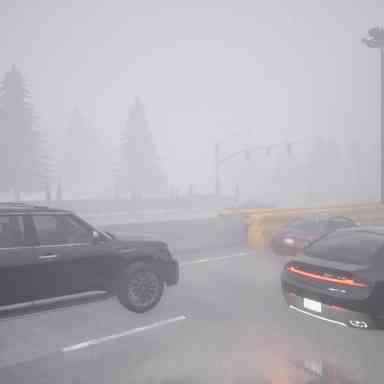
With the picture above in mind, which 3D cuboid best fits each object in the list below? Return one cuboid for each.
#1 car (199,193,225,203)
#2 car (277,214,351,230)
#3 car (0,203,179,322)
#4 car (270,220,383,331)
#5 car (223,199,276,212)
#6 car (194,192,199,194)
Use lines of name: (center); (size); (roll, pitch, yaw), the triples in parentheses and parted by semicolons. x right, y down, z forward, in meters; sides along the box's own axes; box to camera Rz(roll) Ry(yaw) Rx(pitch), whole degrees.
car: (3.885, 1.082, 51.282); (2.033, 1.411, 5.357); (-1, 1, -35)
car: (4.610, 1.441, 11.324); (4.181, 1.385, 1.994); (-1, 1, -35)
car: (-2.922, 1.217, 5.961); (5.566, 2.045, 2.150); (0, 0, -36)
car: (3.798, 1.435, 6.456); (4.892, 1.490, 1.837); (-1, 1, -35)
car: (4.942, 1.321, 28.698); (4.718, 1.301, 1.895); (-1, 1, -34)
car: (1.044, 0.836, 76.658); (2.128, 1.511, 4.902); (-1, 1, 3)
